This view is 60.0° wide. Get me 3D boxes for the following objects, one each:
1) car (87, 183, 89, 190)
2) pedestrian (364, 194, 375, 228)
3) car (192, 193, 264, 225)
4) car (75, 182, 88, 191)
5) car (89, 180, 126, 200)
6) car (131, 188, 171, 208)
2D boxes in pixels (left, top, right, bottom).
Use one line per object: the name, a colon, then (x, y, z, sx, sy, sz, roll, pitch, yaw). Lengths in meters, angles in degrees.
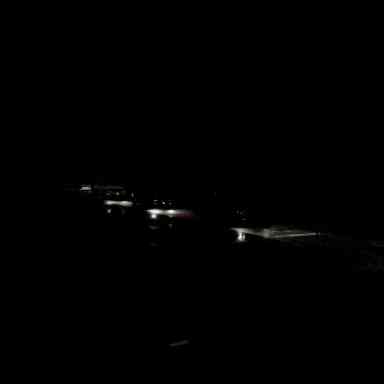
car: (-13.398, -0.532, 49.135, 2.128, 1.511, 4.902, 2, 2, -32)
pedestrian: (9.745, 1.045, 18.380, 0.375, 1.860, 0.375, 5, -3, -32)
car: (1.907, 0.885, 18.921, 1.882, 1.535, 5.008, 2, 2, -33)
car: (-18.954, -1.003, 57.925, 2.128, 1.511, 4.902, 2, 2, -32)
car: (-9.080, -0.288, 36.329, 2.150, 2.045, 5.566, 2, 2, -32)
car: (-3.421, 0.471, 27.334, 1.837, 1.490, 4.892, 2, 2, -32)
